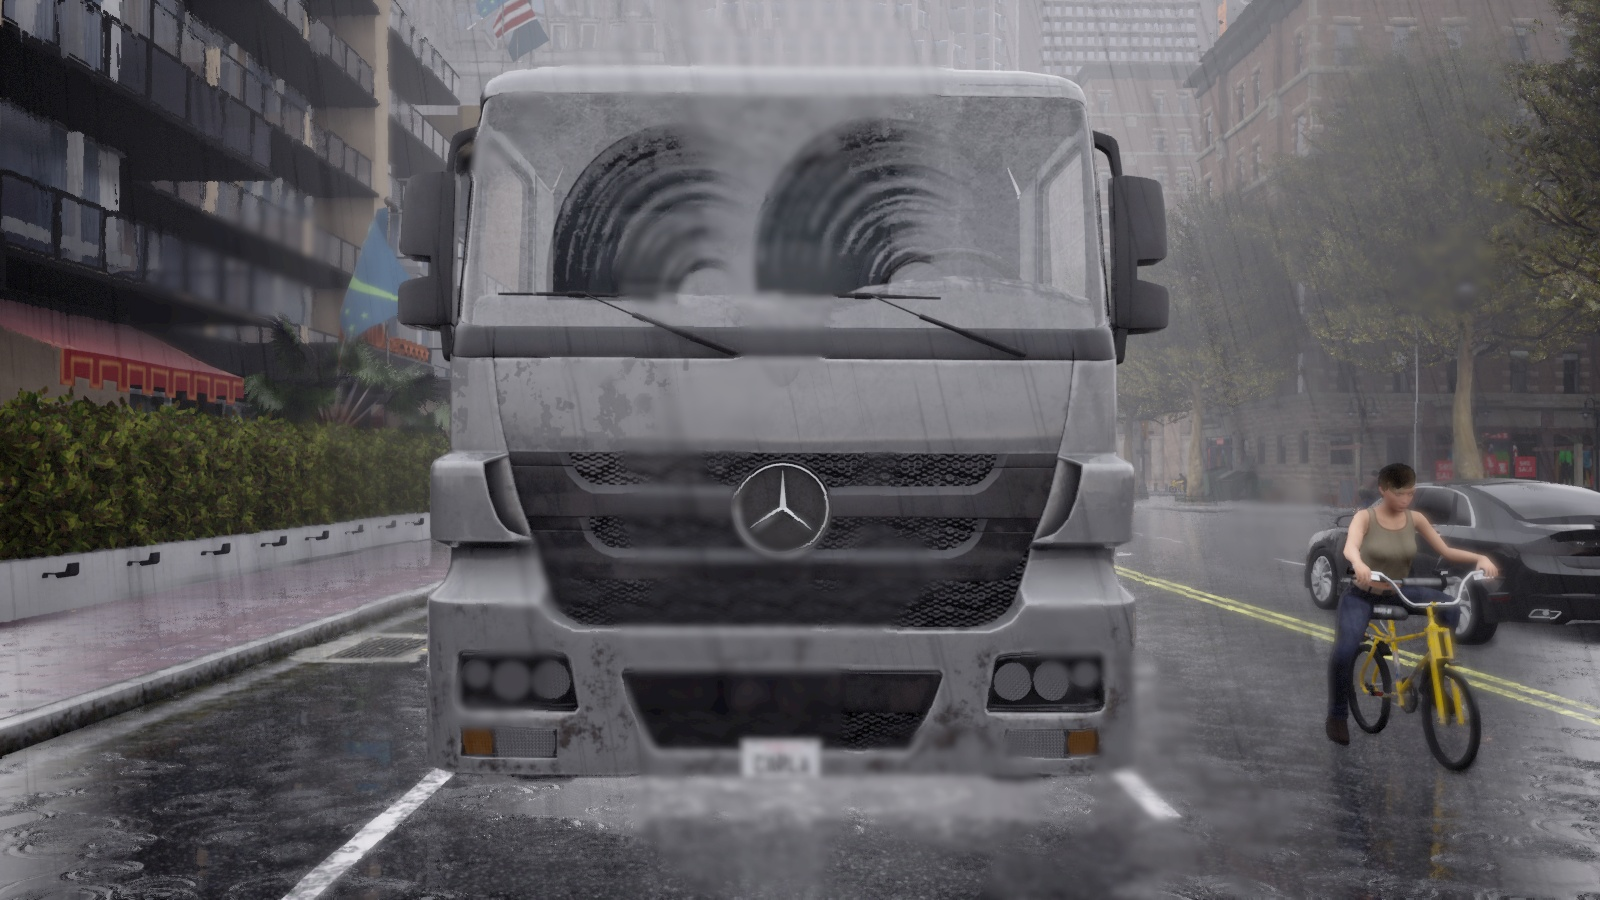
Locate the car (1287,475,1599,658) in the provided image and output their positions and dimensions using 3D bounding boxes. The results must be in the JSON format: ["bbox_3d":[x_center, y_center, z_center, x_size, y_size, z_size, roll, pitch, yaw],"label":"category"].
[{"bbox_3d":[6.867,1.007,12.815,1.837,1.490,4.892,0,-1,-1],"label":"car"}]

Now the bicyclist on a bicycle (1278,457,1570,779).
[{"bbox_3d":[3.422,0.856,7.063,0.866,1.612,1.509,0,-1,0],"label":"bicyclist on a bicycle"}]

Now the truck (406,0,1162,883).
[{"bbox_3d":[-0.100,-0.020,8.798,2.891,3.462,7.936,0,-1,-1],"label":"truck"}]
